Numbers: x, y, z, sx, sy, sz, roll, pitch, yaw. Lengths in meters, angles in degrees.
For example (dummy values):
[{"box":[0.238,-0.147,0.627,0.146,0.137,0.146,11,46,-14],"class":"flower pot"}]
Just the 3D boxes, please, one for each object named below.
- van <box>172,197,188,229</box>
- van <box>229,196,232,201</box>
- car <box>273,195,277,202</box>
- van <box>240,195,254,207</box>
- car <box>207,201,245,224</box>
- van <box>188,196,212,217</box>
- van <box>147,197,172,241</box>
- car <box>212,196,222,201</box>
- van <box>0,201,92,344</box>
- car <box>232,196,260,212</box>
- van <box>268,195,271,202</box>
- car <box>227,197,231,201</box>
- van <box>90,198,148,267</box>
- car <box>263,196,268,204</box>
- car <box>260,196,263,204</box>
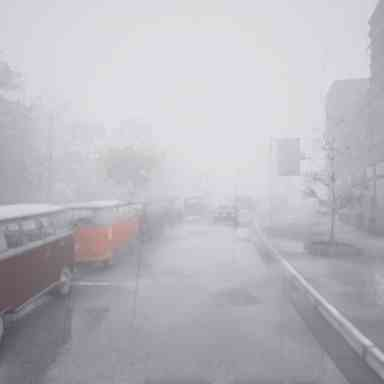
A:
[{"box":[-1.735,1.343,22.578,1.878,1.987,4.442,-2,0,7],"class":"van"},{"box":[7.080,1.639,54.850,1.878,1.987,4.442,-1,0,20],"class":"van"},{"box":[21.346,2.192,90.747,2.002,1.452,4.674,-1,-1,22],"class":"car"},{"box":[10.649,1.711,64.140,1.878,1.987,4.442,-1,0,19],"class":"van"},{"box":[2.707,1.644,25.437,2.033,1.411,5.357,0,-1,11],"class":"car"},{"box":[0.479,1.441,33.542,1.878,1.987,4.442,-2,0,12],"class":"van"},{"box":[-2.510,1.305,17.052,1.878,1.987,4.442,-2,0,6],"class":"van"},{"box":[1.860,1.471,38.869,2.435,2.045,5.566,-2,0,13],"class":"car"},{"box":[-3.509,1.258,5.912,1.878,1.987,4.442,-2,1,1],"class":"van"},{"box":[6.914,1.468,42.379,2.150,2.045,5.566,-1,-1,17],"class":"car"},{"box":[17.257,1.853,80.569,1.878,1.987,4.442,-1,-1,24],"class":"van"},{"box":[3.449,1.813,44.196,2.002,1.452,4.674,-1,0,17],"class":"car"},{"box":[-3.105,1.277,11.492,1.878,1.987,4.442,-2,0,6],"class":"van"},{"box":[15.134,2.018,75.294,2.231,1.521,4.892,-1,0,20],"class":"car"},{"box":[13.078,2.011,70.180,2.163,1.488,4.792,-1,0,20],"class":"car"}]
